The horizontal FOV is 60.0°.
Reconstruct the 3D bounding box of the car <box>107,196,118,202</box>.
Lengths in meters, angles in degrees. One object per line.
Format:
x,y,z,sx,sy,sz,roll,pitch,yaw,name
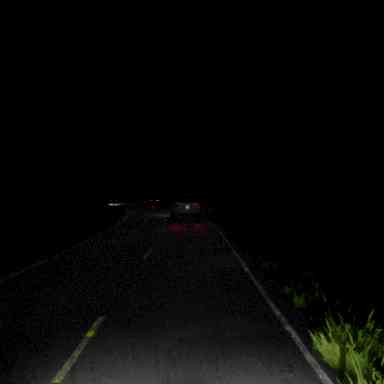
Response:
-15.469,1.473,63.274,1.837,1.490,4.892,1,0,-28,car

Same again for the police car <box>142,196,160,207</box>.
-6.510,1.479,52.032,2.038,1.542,4.974,0,0,-19,police car

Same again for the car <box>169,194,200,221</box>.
-0.650,1.189,27.446,2.150,2.045,5.566,0,0,-7,car
